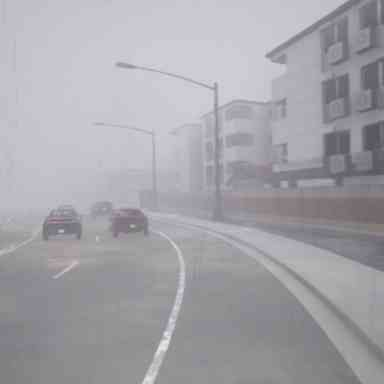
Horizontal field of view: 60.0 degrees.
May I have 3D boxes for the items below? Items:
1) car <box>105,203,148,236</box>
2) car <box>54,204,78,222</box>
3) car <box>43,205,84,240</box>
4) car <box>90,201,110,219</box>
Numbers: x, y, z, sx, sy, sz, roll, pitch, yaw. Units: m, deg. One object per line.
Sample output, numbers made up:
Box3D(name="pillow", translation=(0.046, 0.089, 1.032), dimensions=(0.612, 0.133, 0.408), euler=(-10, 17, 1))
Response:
Box3D(name="car", translation=(-3.889, 1.663, 19.889), dimensions=(1.882, 1.535, 5.008), euler=(-1, 0, -18))
Box3D(name="car", translation=(-12.416, 1.960, 32.704), dimensions=(2.033, 1.411, 5.357), euler=(-1, 0, -21))
Box3D(name="car", translation=(-7.165, 1.730, 18.657), dimensions=(2.128, 1.511, 4.902), euler=(-1, 0, -18))
Box3D(name="car", translation=(-9.182, 1.712, 34.039), dimensions=(2.097, 1.767, 4.553), euler=(-1, -1, -21))
